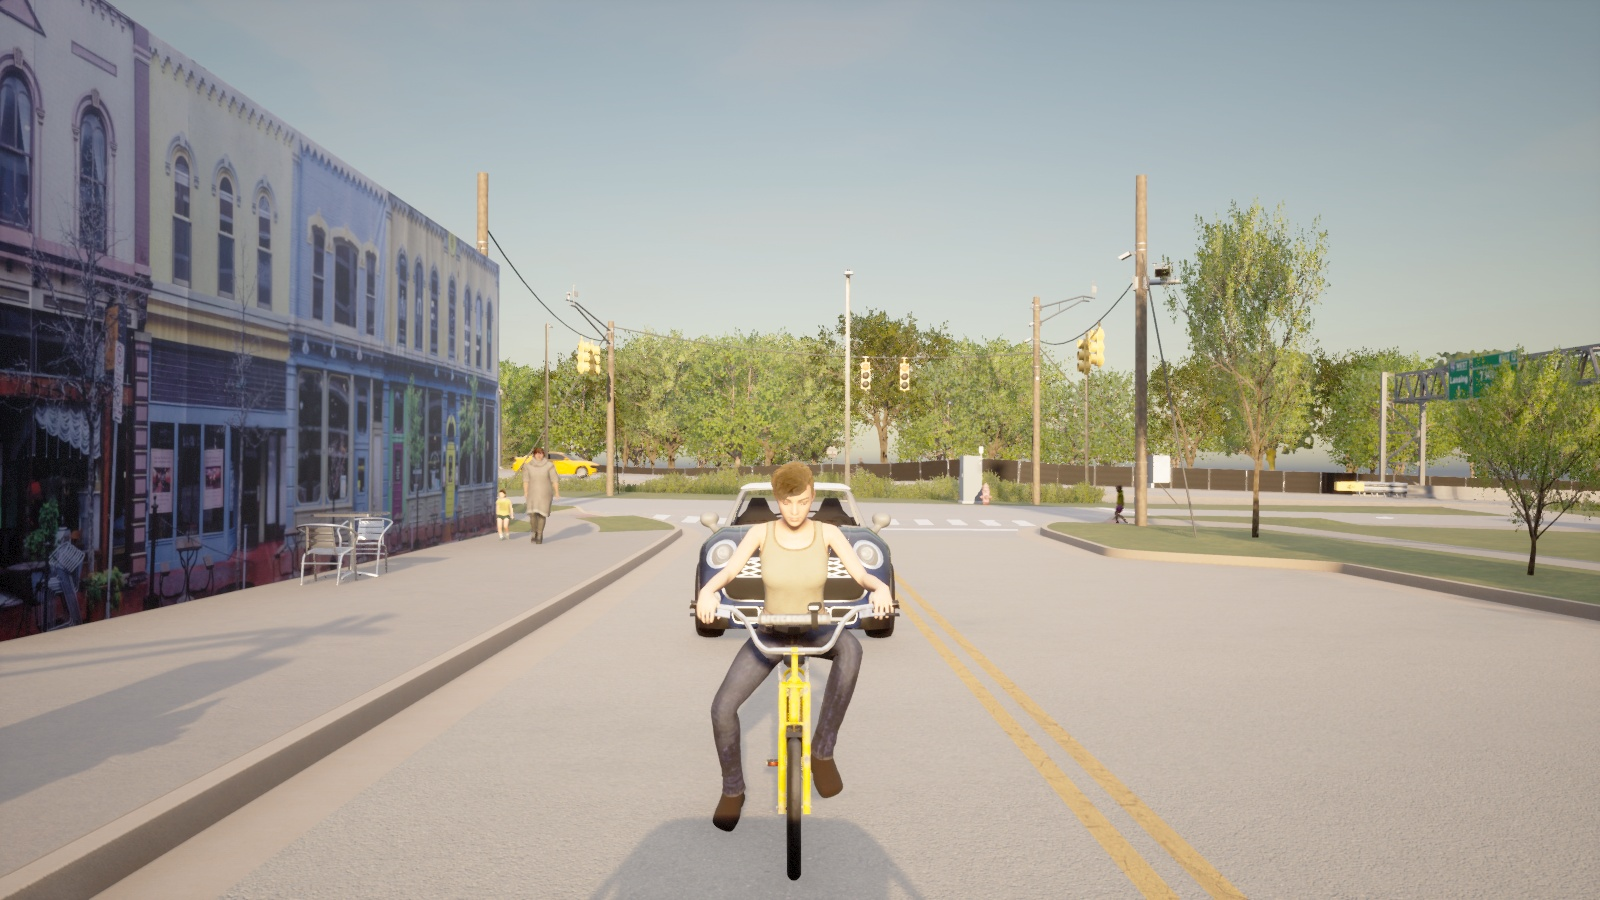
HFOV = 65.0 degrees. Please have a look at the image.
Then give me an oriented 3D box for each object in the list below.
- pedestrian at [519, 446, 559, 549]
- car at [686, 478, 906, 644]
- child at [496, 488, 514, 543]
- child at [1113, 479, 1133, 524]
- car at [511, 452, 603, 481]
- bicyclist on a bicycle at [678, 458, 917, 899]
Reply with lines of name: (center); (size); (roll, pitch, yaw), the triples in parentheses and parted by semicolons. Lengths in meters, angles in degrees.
pedestrian: (-5.010, 0.899, 24.125); (0.659, 1.952, 0.873); (0, -1, -5)
car: (-0.039, 1.037, 13.186); (1.970, 1.475, 3.806); (0, -1, 0)
child: (-6.051, 1.331, 25.753); (0.255, 1.110, 0.394); (0, -1, 3)
child: (8.541, 1.360, 33.215); (0.473, 1.160, 0.299); (0, -1, 7)
car: (-14.155, 0.965, 73.337); (5.008, 1.535, 1.882); (1, -1, 0)
bicyclist on a bicycle: (-0.017, 0.853, 5.334); (0.866, 1.612, 1.509); (0, -1, -1)
